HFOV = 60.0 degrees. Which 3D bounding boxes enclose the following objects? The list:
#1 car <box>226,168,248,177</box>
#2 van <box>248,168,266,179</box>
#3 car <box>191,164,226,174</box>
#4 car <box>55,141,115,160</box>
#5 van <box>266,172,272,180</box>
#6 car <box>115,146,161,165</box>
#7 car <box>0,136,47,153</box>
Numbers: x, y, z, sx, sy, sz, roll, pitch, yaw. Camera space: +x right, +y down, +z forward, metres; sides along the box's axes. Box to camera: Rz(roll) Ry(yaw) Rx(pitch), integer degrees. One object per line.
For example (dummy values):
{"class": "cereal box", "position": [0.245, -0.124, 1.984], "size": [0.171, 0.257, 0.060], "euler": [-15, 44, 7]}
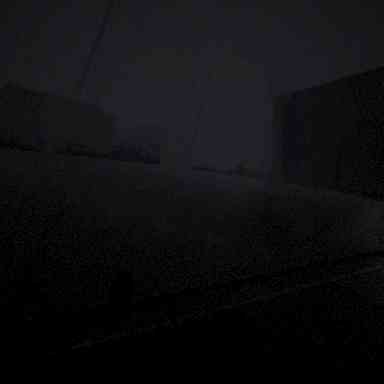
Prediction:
{"class": "car", "position": [5.264, -2.430, 45.551], "size": [2.002, 1.452, 4.674], "euler": [0, -2, 40]}
{"class": "van", "position": [8.854, -2.447, 49.950], "size": [1.878, 1.987, 4.442], "euler": [0, -2, 39]}
{"class": "car", "position": [1.701, -2.651, 41.312], "size": [2.002, 1.452, 4.674], "euler": [0, -2, 41]}
{"class": "car", "position": [-9.510, -3.348, 29.016], "size": [2.185, 1.767, 4.553], "euler": [0, -1, 45]}
{"class": "van", "position": [12.241, -2.184, 54.325], "size": [1.878, 1.987, 4.442], "euler": [0, -2, 38]}
{"class": "car", "position": [-5.634, -3.317, 33.074], "size": [2.435, 2.045, 5.566], "euler": [0, -1, 44]}
{"class": "car", "position": [-13.478, -3.357, 25.011], "size": [4.892, 1.521, 2.231], "euler": [2, -1, -44]}
